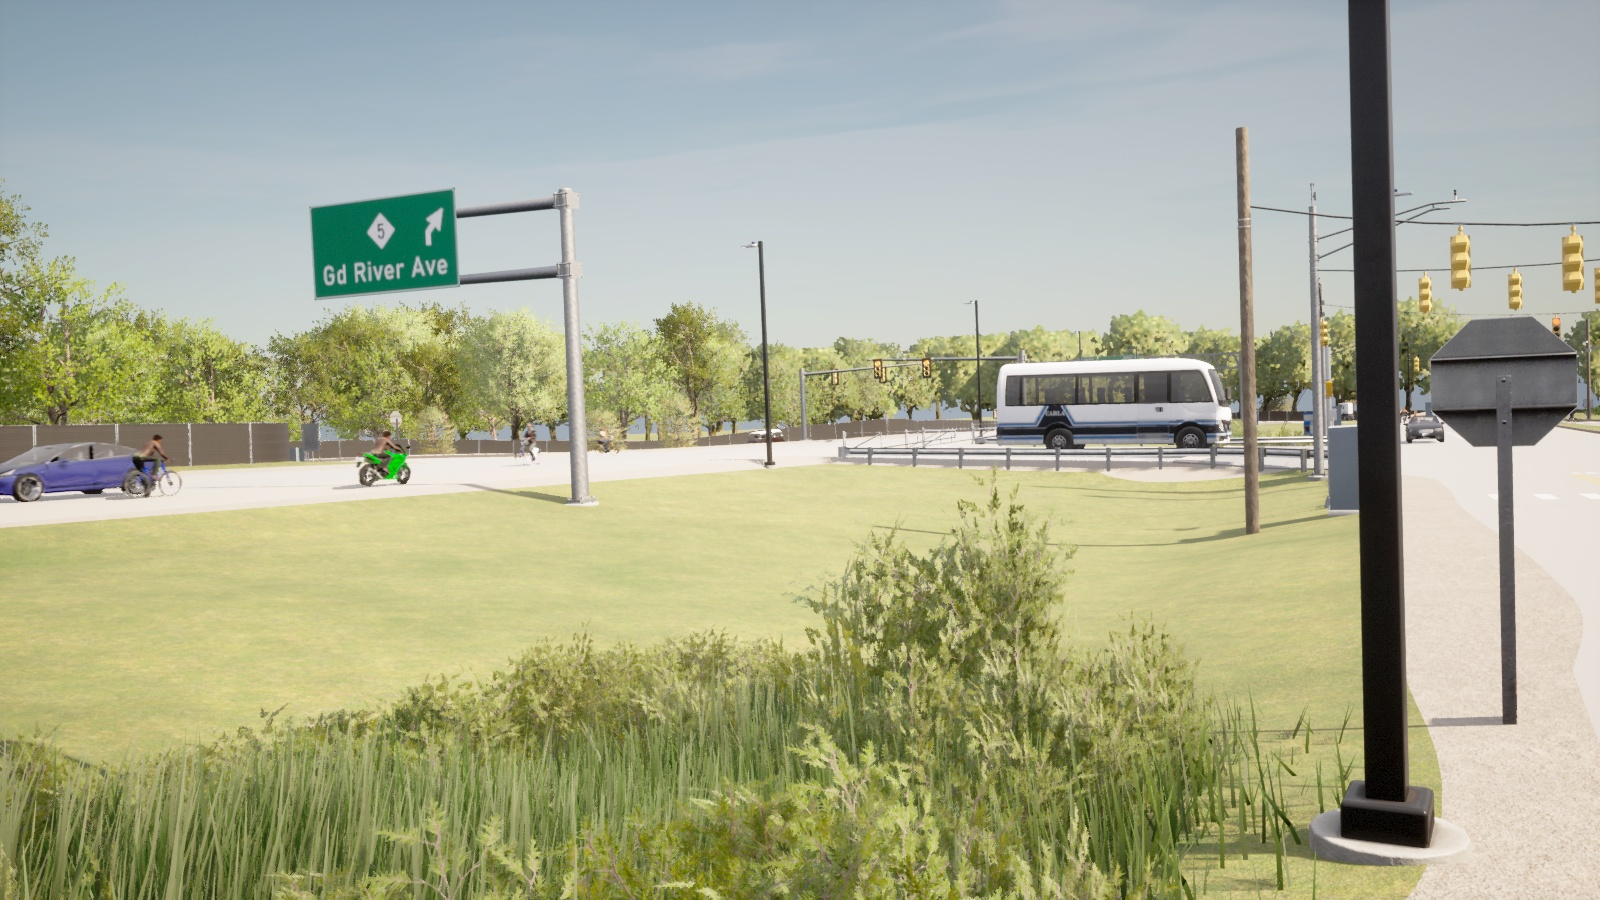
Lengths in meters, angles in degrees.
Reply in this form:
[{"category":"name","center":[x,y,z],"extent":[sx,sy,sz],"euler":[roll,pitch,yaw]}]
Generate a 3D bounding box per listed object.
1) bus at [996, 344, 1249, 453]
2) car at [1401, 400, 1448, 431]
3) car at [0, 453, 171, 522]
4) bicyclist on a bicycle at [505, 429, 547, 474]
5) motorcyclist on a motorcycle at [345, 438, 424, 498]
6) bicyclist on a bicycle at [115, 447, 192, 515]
[{"category":"bus","center":[14.373,-2.192,56.015],"extent":[10.273,4.253,3.944],"euler":[-2,2,24]},{"category":"car","center":[34.831,-1.962,70.101],"extent":[2.128,1.511,4.902],"euler":[-3,1,25]},{"category":"car","center":[-19.610,0.973,33.397],"extent":[2.163,1.488,4.792],"euler":[-3,1,24]},{"category":"bicyclist on a bicycle","center":[-11.307,0.033,51.912],"extent":[0.659,1.776,1.843],"euler":[-3,1,24]},{"category":"motorcyclist on a motorcycle","center":[-11.408,0.488,34.573],"extent":[0.797,1.523,2.044],"euler":[-3,1,24]},{"category":"bicyclist on a bicycle","center":[-16.429,0.782,31.951],"extent":[0.582,1.620,1.656],"euler":[-3,1,24]}]
